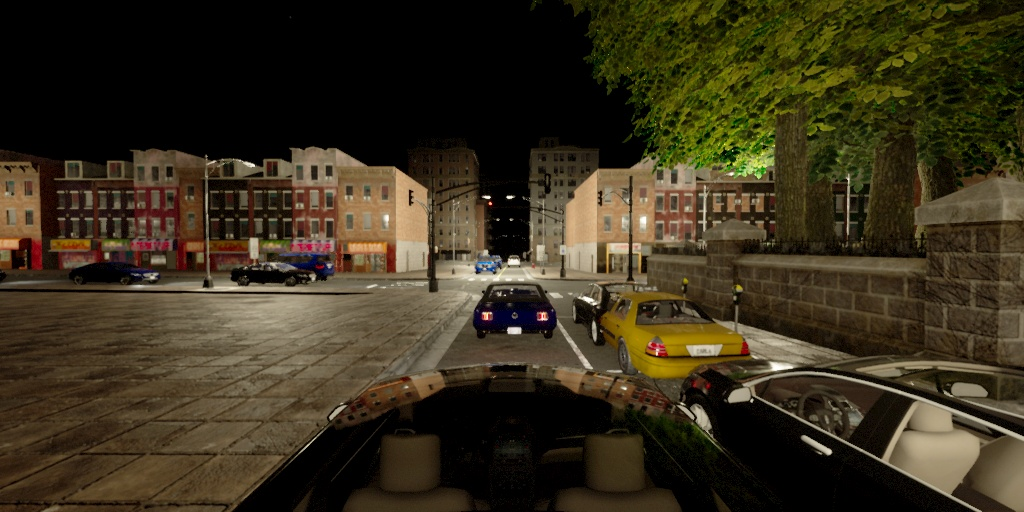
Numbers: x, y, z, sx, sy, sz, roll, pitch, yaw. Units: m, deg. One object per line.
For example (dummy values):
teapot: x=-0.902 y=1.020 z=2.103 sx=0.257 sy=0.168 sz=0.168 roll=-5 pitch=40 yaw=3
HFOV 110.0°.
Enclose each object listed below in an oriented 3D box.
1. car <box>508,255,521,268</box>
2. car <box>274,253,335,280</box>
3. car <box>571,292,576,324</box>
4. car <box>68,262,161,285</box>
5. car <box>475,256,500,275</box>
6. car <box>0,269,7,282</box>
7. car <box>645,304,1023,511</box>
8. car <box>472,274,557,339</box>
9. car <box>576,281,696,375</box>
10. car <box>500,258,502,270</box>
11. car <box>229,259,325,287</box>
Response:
car: x=0.379 y=1.009 z=63.734 sx=2.150 sy=2.045 sz=5.566 roll=0 pitch=0 yaw=0
car: x=-15.508 y=0.826 z=25.391 sx=5.566 sy=2.045 sz=2.150 roll=1 pitch=1 yaw=3
car: x=2.658 y=1.298 z=9.263 sx=2.007 sy=1.370 sz=4.403 roll=0 pitch=0 yaw=0
car: x=-25.140 y=1.083 z=22.740 sx=4.674 sy=1.442 sz=1.812 roll=1 pitch=1 yaw=0
car: x=-2.754 y=0.979 z=39.058 sx=2.150 sy=2.045 sz=5.566 roll=0 pitch=0 yaw=0
car: x=-35.283 y=0.969 z=22.768 sx=4.674 sy=1.442 sz=1.812 roll=1 pitch=1 yaw=1
car: x=2.637 y=1.300 z=2.127 sx=2.007 sy=1.370 sz=4.403 roll=0 pitch=0 yaw=0
car: x=0.072 y=1.349 z=10.066 sx=1.895 sy=1.301 sz=4.718 roll=0 pitch=0 yaw=0
car: x=2.684 y=1.274 z=7.289 sx=1.751 sy=1.417 sz=4.829 roll=0 pitch=0 yaw=0
car: x=-2.633 y=1.000 z=54.071 sx=2.150 sy=2.045 sz=5.566 roll=0 pitch=0 yaw=1
car: x=-15.035 y=1.159 z=22.721 sx=4.902 sy=1.511 sz=2.128 roll=1 pitch=1 yaw=0
